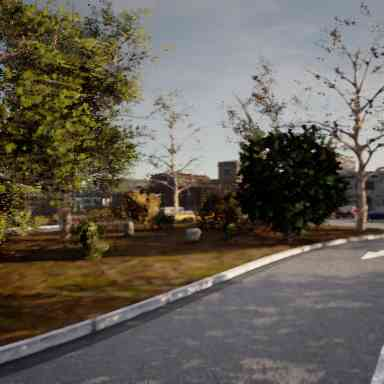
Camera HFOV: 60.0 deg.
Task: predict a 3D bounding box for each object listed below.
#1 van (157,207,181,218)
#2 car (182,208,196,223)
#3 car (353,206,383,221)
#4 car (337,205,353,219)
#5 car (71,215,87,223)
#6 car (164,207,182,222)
[{"bbox_3d":[-2.622,2.977,43.350,1.878,1.987,4.442,-4,-3,38],"label":"van"},{"bbox_3d":[1.512,2.914,39.770,1.946,1.575,5.366,-3,-3,38],"label":"car"},{"bbox_3d":[20.032,2.200,34.920,2.097,1.767,4.553,1,-2,-39],"label":"car"},{"bbox_3d":[19.640,2.440,41.509,2.185,1.767,4.553,-3,-3,37],"label":"car"},{"bbox_3d":[-19.095,4.549,55.950,2.002,1.452,4.674,-5,-4,38],"label":"car"},{"bbox_3d":[-0.591,3.047,41.395,1.946,1.575,5.366,-4,-3,38],"label":"car"}]
